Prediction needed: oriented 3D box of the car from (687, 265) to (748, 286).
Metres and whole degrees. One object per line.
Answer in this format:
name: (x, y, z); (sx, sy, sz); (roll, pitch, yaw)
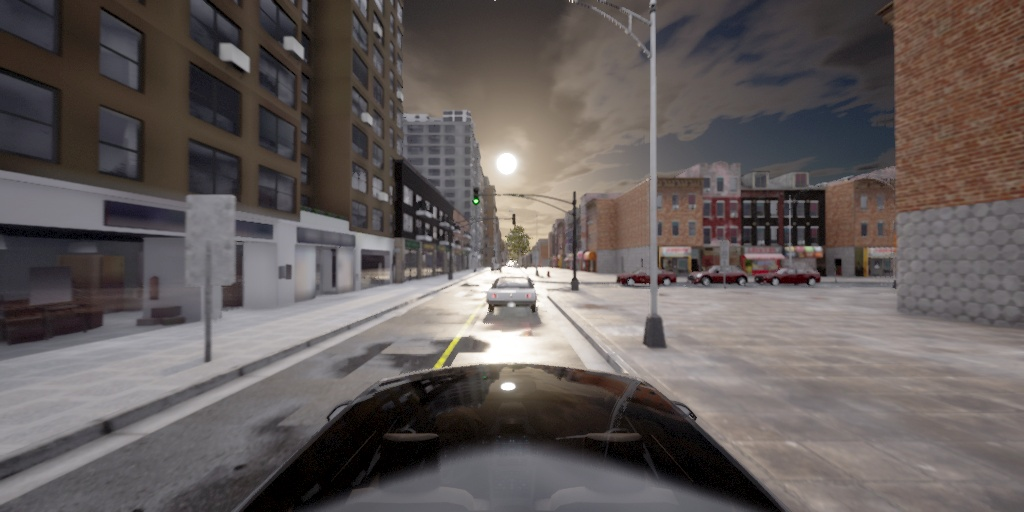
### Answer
car: (15.837, 1.475, 27.850); (4.097, 1.591, 1.967); (0, 0, 0)

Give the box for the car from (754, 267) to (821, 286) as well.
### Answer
car: (21.301, 1.574, 27.842); (4.507, 1.381, 1.888); (0, 0, 0)

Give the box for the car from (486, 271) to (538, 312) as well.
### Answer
car: (0.091, 1.498, 15.099); (1.895, 1.301, 4.718); (0, -1, 3)

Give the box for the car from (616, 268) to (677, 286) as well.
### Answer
car: (10.373, 1.586, 27.854); (4.507, 1.381, 1.888); (0, 0, 0)

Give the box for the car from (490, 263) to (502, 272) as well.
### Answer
car: (-2.784, 2.062, 63.600); (2.128, 1.511, 4.902); (0, -1, 1)
